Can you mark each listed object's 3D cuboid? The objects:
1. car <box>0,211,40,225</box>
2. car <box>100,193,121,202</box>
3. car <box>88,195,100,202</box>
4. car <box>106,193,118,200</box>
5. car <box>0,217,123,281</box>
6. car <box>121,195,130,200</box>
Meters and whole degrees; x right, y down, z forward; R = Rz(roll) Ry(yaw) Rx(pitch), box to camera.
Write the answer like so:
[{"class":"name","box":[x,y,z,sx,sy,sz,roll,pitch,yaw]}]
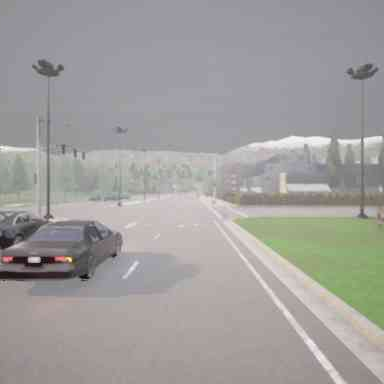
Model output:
[{"class":"car","box":[-6.935,1.480,12.997,2.128,1.511,4.902,0,0,0]},{"class":"car","box":[-18.515,1.162,75.797,2.150,2.045,5.566,0,0,0]},{"class":"car","box":[-22.014,1.477,75.912,2.033,1.411,5.357,0,0,0]},{"class":"car","box":[-21.934,1.275,91.668,2.097,1.767,4.553,0,0,0]},{"class":"car","box":[-3.456,1.539,9.837,2.033,1.411,5.357,0,0,0]},{"class":"car","box":[-18.435,1.515,91.551,1.895,1.301,4.718,0,0,0]}]
